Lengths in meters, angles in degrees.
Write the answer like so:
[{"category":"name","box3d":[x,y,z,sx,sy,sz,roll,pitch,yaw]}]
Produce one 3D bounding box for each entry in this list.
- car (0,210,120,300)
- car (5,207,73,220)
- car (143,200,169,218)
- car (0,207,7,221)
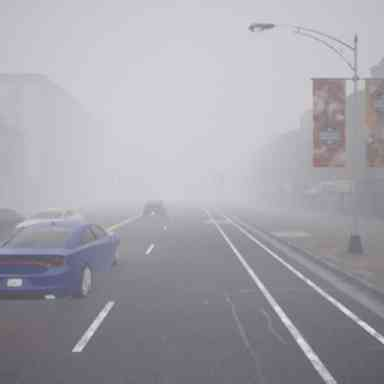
[{"category":"car","box3d":[-3.147,1.452,8.388,1.882,1.535,5.008,0,0,0]},{"category":"car","box3d":[-6.572,1.480,15.810,1.812,1.442,4.674,0,0,0]},{"category":"car","box3d":[-3.131,1.424,28.946,1.837,1.490,4.892,0,0,0]},{"category":"car","box3d":[-9.820,1.480,16.143,1.812,1.442,4.674,0,0,0]}]
